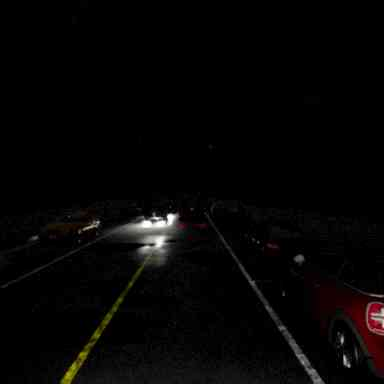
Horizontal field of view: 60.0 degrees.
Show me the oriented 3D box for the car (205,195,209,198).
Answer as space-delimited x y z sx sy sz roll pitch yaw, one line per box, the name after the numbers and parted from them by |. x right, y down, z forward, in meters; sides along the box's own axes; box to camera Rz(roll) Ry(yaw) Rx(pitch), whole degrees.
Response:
2.703 1.540 43.503 1.967 1.590 4.097 0 0 0 | car

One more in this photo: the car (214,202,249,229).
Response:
2.733 1.590 21.803 1.887 1.381 4.507 0 0 0 | car

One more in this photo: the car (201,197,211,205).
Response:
2.675 1.688 65.373 1.752 1.417 4.829 0 0 0 | car

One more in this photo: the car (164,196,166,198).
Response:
-5.836 1.679 54.354 1.887 1.381 4.507 0 0 0 | car

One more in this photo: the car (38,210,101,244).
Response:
-5.784 1.561 16.203 1.752 1.417 4.829 0 0 0 | car

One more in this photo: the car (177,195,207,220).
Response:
0.004 1.414 28.901 2.097 1.767 4.553 0 0 0 | car

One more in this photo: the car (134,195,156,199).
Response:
-5.815 1.403 38.077 2.192 1.841 5.009 0 0 0 | car

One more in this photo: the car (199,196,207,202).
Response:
2.654 1.773 81.479 1.947 1.339 4.313 0 0 0 | car

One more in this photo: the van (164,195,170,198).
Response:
-5.851 1.507 65.207 1.690 1.788 3.998 0 0 0 | van

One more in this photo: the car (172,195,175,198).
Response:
-5.872 1.793 81.485 1.802 1.307 4.206 0 0 0 | car

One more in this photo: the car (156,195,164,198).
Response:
-5.830 1.433 48.929 2.192 1.841 5.009 0 0 0 | car

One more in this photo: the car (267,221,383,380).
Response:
2.755 1.451 5.529 1.967 1.590 4.097 0 0 0 | car

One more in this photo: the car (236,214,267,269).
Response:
2.748 1.603 10.953 1.802 1.307 4.206 0 0 0 | car

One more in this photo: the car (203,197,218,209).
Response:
2.696 1.555 48.928 1.967 1.590 4.097 0 0 0 | car

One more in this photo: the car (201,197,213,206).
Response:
2.682 1.697 59.778 2.008 1.369 4.403 0 0 0 | car

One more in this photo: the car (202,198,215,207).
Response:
2.688 1.675 54.353 1.887 1.381 4.507 0 0 0 | car

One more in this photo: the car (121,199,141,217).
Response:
-5.807 1.656 32.651 1.802 1.307 4.206 0 0 0 | car

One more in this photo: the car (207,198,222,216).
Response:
2.718 1.597 32.823 1.752 1.417 4.829 0 0 0 | car

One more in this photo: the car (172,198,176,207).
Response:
-3.048 1.688 38.221 1.895 1.301 4.718 0 0 0 | car

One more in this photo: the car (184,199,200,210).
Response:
0.010 1.668 44.659 1.994 1.385 4.181 0 0 0 | car

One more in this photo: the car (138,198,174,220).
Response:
-3.047 1.558 29.221 2.128 1.511 4.902 0 0 0 | car
